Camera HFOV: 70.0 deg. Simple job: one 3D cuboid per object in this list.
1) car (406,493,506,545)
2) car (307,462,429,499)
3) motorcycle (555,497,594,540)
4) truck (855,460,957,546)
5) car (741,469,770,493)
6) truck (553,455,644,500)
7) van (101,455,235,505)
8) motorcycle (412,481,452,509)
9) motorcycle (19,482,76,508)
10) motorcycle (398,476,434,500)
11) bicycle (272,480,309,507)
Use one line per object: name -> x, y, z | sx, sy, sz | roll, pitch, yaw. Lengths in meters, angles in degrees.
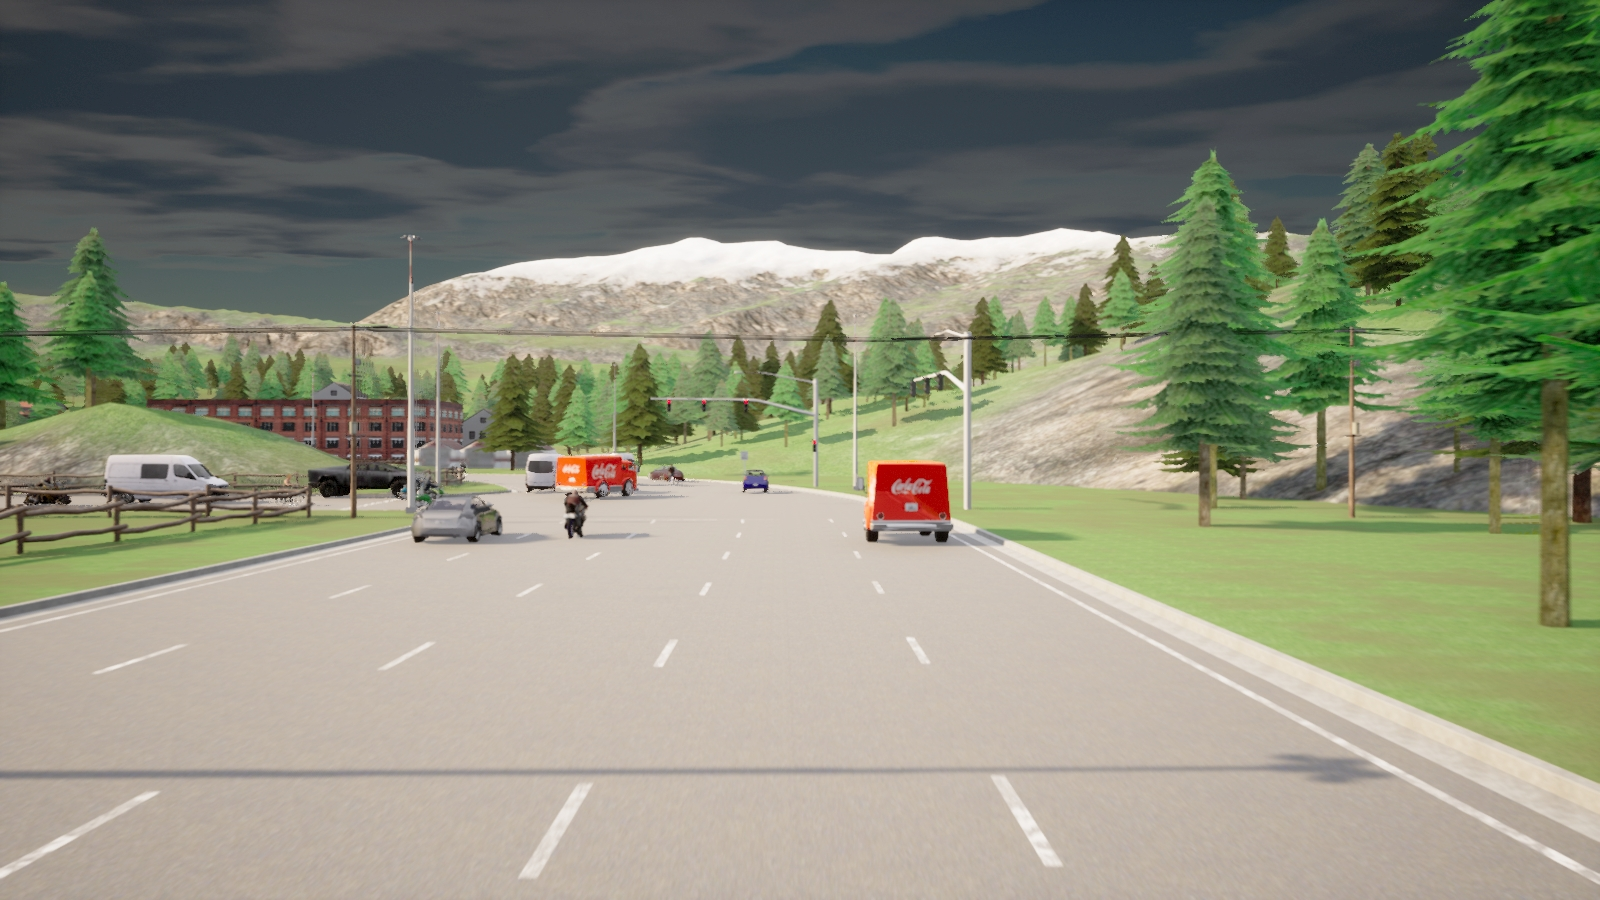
car -> -10.773, 2.120, 36.101 | 1.994, 1.385, 4.181 | 0, 0, -2
car -> -25.376, 1.756, 67.224 | 6.274, 2.098, 2.390 | 0, 0, -1
motorcycle -> -7.302, 2.206, 37.056 | 0.867, 1.251, 2.209 | 0, 0, -1
truck -> 3.230, 1.568, 36.012 | 2.627, 2.467, 5.204 | 0, 0, -1
car -> -3.023, 2.038, 76.372 | 1.845, 1.501, 3.633 | 1, 0, -3
truck -> -11.826, 1.574, 67.462 | 2.627, 2.467, 5.204 | 0, 1, 29
van -> -33.134, 1.538, 60.040 | 5.915, 2.561, 1.988 | 0, 0, -1
motorcycle -> -17.450, 2.143, 54.162 | 1.805, 1.316, 0.856 | 0, -3, -18
motorcycle -> -37.191, 2.208, 56.468 | 2.209, 1.251, 0.867 | 0, 0, -1
motorcycle -> -21.550, 2.144, 64.089 | 1.805, 1.316, 0.856 | 0, -1, -10
bicycle -> -25.280, 2.160, 56.719 | 1.487, 1.276, 0.859 | 0, 0, -2
